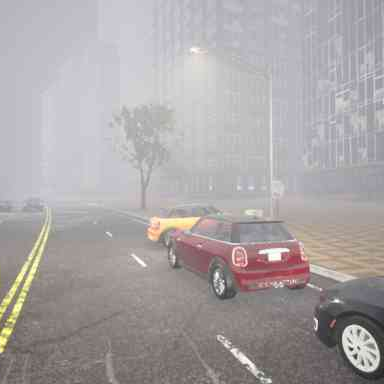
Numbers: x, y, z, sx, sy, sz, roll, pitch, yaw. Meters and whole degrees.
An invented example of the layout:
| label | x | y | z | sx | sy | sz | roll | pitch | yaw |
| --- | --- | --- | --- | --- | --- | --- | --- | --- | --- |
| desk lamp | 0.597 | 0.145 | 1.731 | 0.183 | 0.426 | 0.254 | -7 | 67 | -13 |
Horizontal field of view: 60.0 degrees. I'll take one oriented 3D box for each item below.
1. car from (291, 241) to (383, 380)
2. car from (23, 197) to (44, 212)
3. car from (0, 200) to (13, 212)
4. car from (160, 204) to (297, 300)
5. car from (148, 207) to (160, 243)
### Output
| label | x | y | z | sx | sy | sz | roll | pitch | yaw |
| --- | --- | --- | --- | --- | --- | --- | --- | --- | --- |
| car | 3.629 | 1.505 | 3.334 | 1.837 | 1.490 | 4.892 | 0 | 0 | -35 |
| car | -18.746 | 1.391 | 39.392 | 2.097 | 1.767 | 4.553 | 0 | 0 | -24 |
| car | -21.705 | 1.600 | 38.048 | 1.994 | 1.385 | 4.181 | 0 | 0 | -24 |
| car | 0.905 | 1.355 | 8.810 | 2.097 | 1.767 | 4.553 | 0 | 0 | -22 |
| car | 0.421 | 1.276 | 14.384 | 4.553 | 1.767 | 2.097 | -3 | 1 | -18 |
